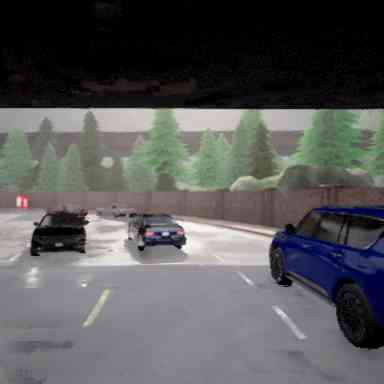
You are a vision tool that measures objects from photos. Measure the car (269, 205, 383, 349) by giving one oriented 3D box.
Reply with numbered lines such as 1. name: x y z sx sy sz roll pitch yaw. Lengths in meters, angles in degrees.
1. car: 3.283 1.257 6.534 2.150 2.045 5.566 0 0 -5

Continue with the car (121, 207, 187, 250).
1. car: -1.742 1.628 14.826 2.033 1.411 5.357 0 0 -17

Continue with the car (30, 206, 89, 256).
1. car: -5.360 1.552 13.762 1.882 1.535 5.008 1 0 -19

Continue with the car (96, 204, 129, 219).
1. car: -7.113 1.768 30.828 1.895 1.301 4.718 0 0 -42

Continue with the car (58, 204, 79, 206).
1. car: -11.454 1.765 30.339 4.718 1.301 1.895 0 0 44
